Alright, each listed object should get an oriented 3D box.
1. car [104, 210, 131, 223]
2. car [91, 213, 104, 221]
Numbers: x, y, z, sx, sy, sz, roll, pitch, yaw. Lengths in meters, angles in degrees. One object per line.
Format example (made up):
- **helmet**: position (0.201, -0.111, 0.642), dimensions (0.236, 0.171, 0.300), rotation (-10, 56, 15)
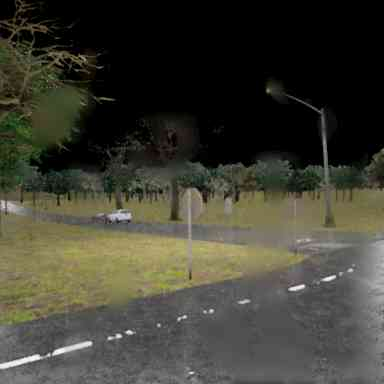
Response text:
- **car**: position (-11.599, 3.857, 53.049), dimensions (2.150, 2.045, 5.566), rotation (-1, -2, -34)
- **car**: position (-16.963, 4.556, 60.838), dimensions (1.812, 1.442, 4.674), rotation (-1, -1, -35)
